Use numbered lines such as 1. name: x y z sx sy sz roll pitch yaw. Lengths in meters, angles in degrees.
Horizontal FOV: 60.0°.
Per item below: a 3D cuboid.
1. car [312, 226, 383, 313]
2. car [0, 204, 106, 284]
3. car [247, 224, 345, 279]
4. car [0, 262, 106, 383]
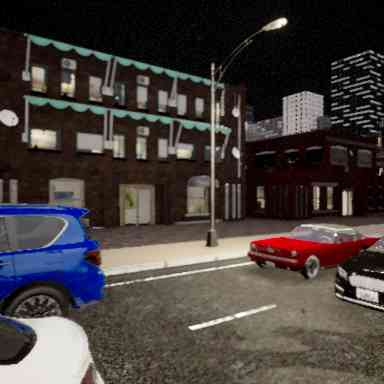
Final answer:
1. car: 5.095 1.585 7.290 4.902 1.511 2.128 1 0 -35
2. car: -4.071 1.215 4.763 5.566 2.045 2.150 1 -1 -35
3. car: 3.970 1.704 10.473 4.718 1.301 1.895 1 0 -35
4. car: -2.800 1.510 1.682 4.674 1.442 1.812 1 -1 -35
